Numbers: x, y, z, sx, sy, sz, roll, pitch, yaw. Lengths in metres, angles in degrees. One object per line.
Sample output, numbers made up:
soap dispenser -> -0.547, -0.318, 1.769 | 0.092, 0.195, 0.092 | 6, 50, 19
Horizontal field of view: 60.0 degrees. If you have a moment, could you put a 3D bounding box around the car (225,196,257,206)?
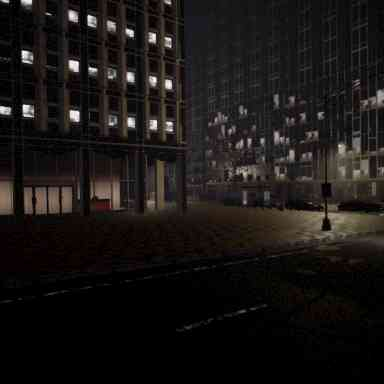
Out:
car -> 7.112, 1.298, 48.367 | 1.895, 1.301, 4.718 | -1, 1, -34

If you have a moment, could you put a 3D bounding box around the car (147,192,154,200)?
car -> -10.269, 1.039, 69.107 | 2.008, 1.369, 4.403 | 0, 1, -34

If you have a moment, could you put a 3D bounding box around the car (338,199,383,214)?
car -> 17.138, 1.421, 33.809 | 1.994, 1.385, 4.181 | -1, 1, -35

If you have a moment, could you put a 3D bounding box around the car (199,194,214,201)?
car -> 3.075, 1.043, 64.479 | 1.802, 1.307, 4.206 | 0, 1, -34

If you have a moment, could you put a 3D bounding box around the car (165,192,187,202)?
car -> -3.052, 0.879, 63.320 | 2.097, 1.767, 4.553 | -1, 1, -34

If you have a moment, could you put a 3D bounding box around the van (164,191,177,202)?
van -> -3.833, 0.937, 59.734 | 1.690, 1.788, 3.998 | 0, 1, -34

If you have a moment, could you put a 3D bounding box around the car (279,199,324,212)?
car -> 12.146, 1.423, 36.237 | 1.947, 1.339, 4.313 | 0, 1, -34

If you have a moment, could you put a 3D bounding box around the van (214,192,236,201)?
van -> 6.292, 0.855, 59.791 | 1.690, 1.788, 3.998 | 0, 1, -34

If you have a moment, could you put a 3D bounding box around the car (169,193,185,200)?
car -> -3.360, 0.936, 73.850 | 1.802, 1.307, 4.206 | 0, 1, -34

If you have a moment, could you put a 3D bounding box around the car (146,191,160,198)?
car -> -9.795, 0.686, 83.218 | 1.967, 1.590, 4.097 | 0, 1, -34

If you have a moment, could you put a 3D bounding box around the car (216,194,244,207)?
car -> 5.774, 1.319, 45.652 | 1.947, 1.339, 4.313 | 0, 1, -34

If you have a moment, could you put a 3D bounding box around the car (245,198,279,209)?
car -> 8.943, 1.387, 40.935 | 1.802, 1.307, 4.206 | 0, 1, -34
